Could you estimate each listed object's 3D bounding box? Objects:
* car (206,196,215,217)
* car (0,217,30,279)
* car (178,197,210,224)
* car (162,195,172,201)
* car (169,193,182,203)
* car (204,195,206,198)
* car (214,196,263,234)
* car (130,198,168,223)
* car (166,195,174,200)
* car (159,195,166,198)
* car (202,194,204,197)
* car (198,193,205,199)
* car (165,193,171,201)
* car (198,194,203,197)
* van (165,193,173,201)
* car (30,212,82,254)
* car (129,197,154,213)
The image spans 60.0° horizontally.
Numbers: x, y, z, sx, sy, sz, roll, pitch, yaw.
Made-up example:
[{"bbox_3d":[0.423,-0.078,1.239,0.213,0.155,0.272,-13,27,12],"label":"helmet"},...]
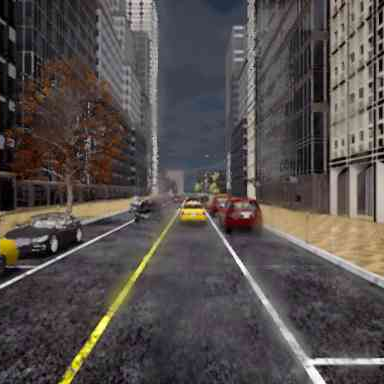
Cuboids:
[{"bbox_3d":[2.683,1.253,30.225,2.192,1.841,5.009,0,0,0],"label":"car"},{"bbox_3d":[-5.691,1.511,7.293,1.752,1.417,4.829,0,0,0],"label":"car"},{"bbox_3d":[0.090,1.406,24.220,1.801,1.575,5.366,0,0,0],"label":"car"},{"bbox_3d":[-5.717,1.359,75.771,1.887,1.381,4.507,0,0,0],"label":"car"},{"bbox_3d":[-3.035,1.372,66.258,1.812,1.442,4.674,0,0,0],"label":"car"},{"bbox_3d":[2.677,1.435,41.778,1.752,1.417,4.829,0,0,0],"label":"car"},{"bbox_3d":[2.687,1.278,18.840,2.192,1.841,5.009,0,0,0],"label":"car"},{"bbox_3d":[-3.109,1.454,25.040,1.837,1.490,4.892,0,0,0],"label":"car"},{"bbox_3d":[-5.721,1.362,87.156,1.802,1.307,4.206,0,0,0],"label":"car"},{"bbox_3d":[-5.708,1.462,53.001,1.802,1.307,4.206,0,0,0],"label":"car"},{"bbox_3d":[2.666,1.398,70.070,1.947,1.339,4.313,0,0,0],"label":"car"},{"bbox_3d":[2.658,1.202,92.836,1.967,1.590,4.097,0,0,0],"label":"car"},{"bbox_3d":[-5.712,1.398,64.387,2.008,1.369,4.403,0,0,0],"label":"car"},{"bbox_3d":[0.084,1.389,41.239,1.882,1.535,5.008,0,0,0],"label":"car"},{"bbox_3d":[-5.718,1.138,81.463,1.690,1.788,3.998,0,0,0],"label":"van"},{"bbox_3d":[-5.693,1.525,13.157,2.008,1.369,4.403,0,0,0],"label":"car"},{"bbox_3d":[-5.701,1.475,35.926,2.008,1.369,4.403,0,0,0],"label":"car"}]
